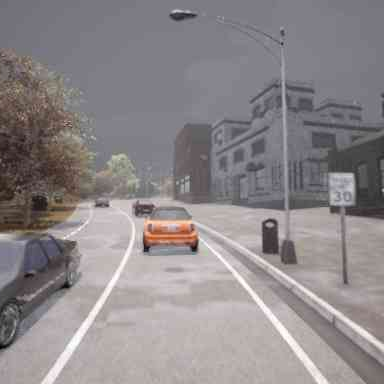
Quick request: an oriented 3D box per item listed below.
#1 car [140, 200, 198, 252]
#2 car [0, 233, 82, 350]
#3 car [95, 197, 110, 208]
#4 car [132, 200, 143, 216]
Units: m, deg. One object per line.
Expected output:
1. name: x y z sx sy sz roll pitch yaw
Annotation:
1. car: -1.010 1.383 14.340 2.097 1.767 4.553 0 0 -7
2. car: -3.629 1.551 6.405 2.033 1.411 5.357 0 0 -4
3. car: -12.443 1.441 46.038 2.033 1.411 5.357 1 0 -18
4. car: -4.852 1.526 33.007 1.882 1.535 5.008 1 0 -15
